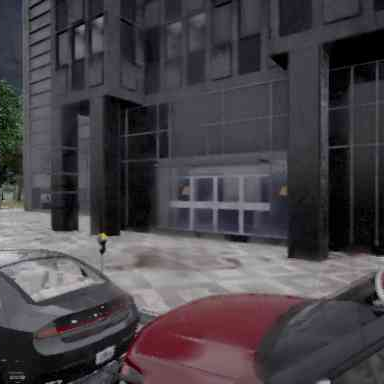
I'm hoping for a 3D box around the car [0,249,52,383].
[{"bbox_3d":[-2.739,1.527,4.852,4.403,1.369,2.008,0,0,34],"label":"car"}]

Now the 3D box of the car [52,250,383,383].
[{"bbox_3d":[1.743,1.299,1.772,5.009,1.841,2.192,0,0,34],"label":"car"}]
